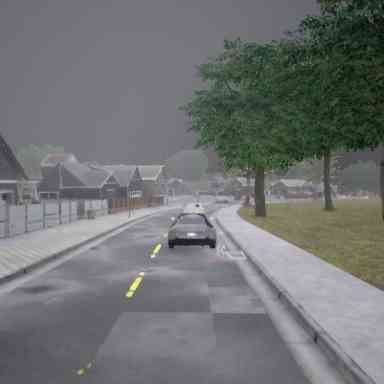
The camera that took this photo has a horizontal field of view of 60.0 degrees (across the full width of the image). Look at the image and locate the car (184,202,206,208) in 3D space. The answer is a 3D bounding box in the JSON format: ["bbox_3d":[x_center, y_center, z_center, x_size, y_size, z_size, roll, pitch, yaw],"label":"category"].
[{"bbox_3d":[0.221,1.639,29.589,1.812,1.442,4.674,0,0,3],"label":"car"}]

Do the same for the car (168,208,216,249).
[{"bbox_3d":[0.000,1.595,14.663,1.994,1.385,4.181,0,0,0],"label":"car"}]

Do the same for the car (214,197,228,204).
[{"bbox_3d":[6.147,1.802,69.185,1.812,1.442,4.674,1,0,21],"label":"car"}]
